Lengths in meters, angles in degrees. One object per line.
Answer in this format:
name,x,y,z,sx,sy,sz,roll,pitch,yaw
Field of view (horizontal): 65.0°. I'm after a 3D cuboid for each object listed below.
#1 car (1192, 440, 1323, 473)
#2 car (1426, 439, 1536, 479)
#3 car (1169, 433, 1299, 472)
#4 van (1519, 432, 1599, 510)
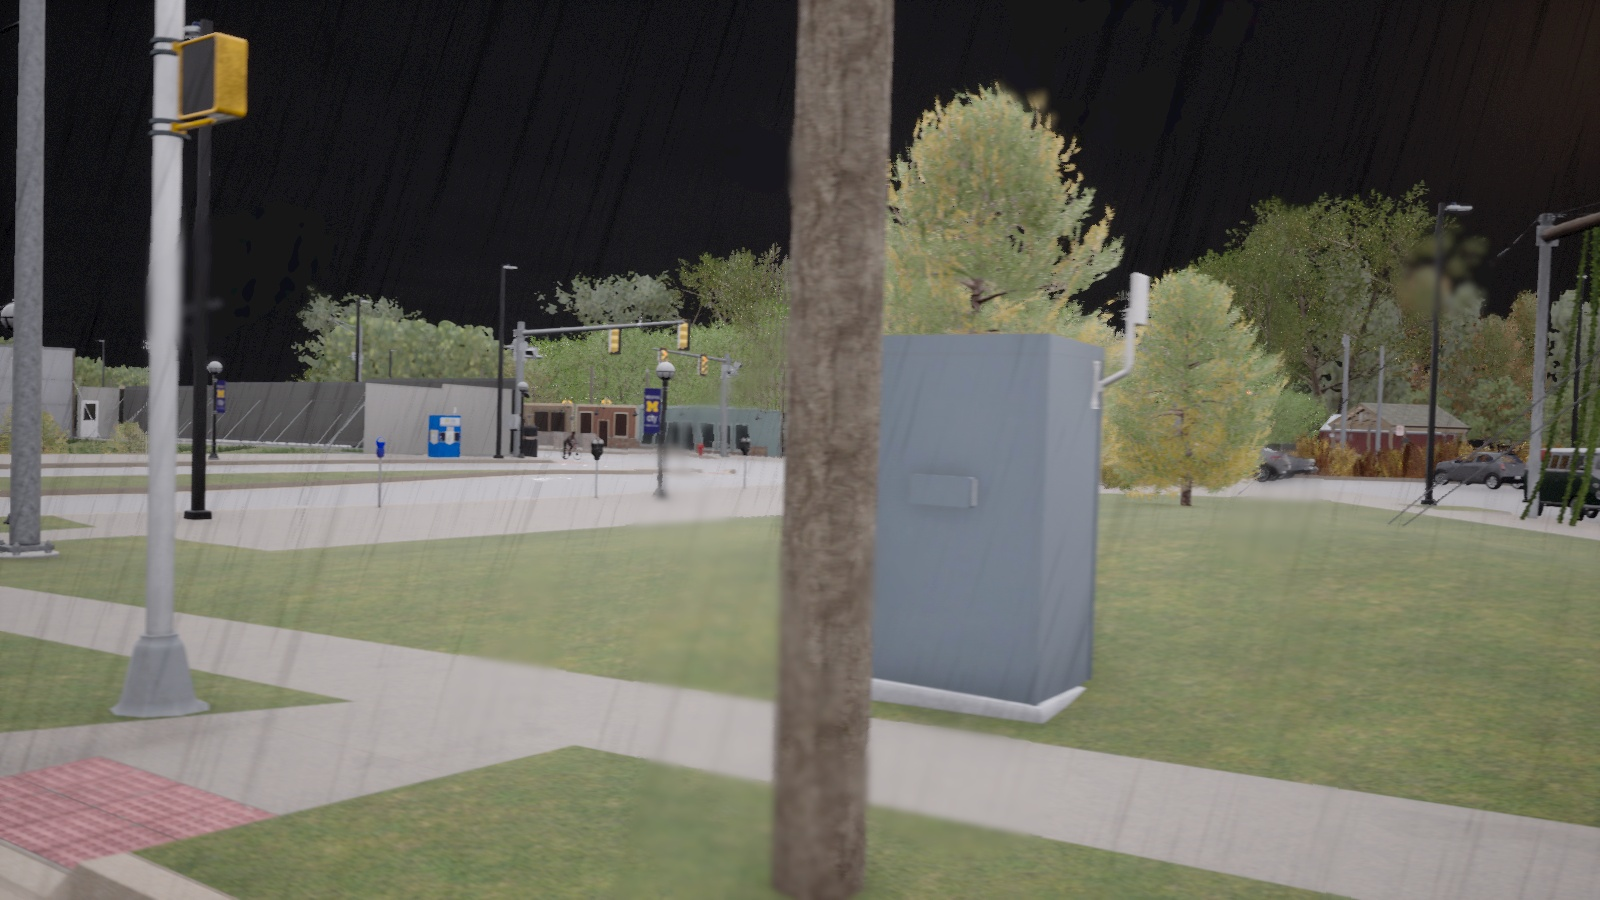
car,21.200,0.298,58.274,5.357,1.411,2.033,0,1,34
car,28.160,0.327,52.047,1.845,1.501,3.633,-1,2,-22
car,19.088,0.091,55.293,5.027,1.651,2.152,0,1,34
van,21.626,0.539,34.453,1.775,1.987,4.442,1,1,9
